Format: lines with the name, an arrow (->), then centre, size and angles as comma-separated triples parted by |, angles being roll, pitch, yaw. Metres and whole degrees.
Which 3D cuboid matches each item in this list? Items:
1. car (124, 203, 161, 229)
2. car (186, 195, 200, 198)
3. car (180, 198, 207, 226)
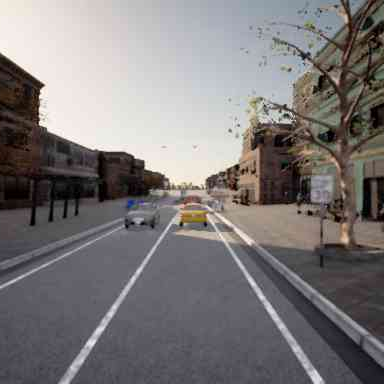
car -> -3.106, 1.489, 21.560 | 2.128, 1.511, 4.902 | 0, 0, 0
car -> 0.085, 1.408, 41.914 | 2.150, 2.045, 5.566 | 0, -1, 0
car -> 0.091, 1.454, 23.465 | 1.801, 1.575, 5.366 | 0, 0, 0
